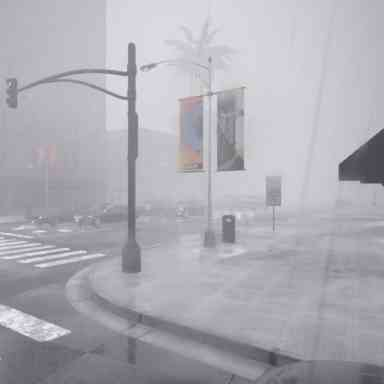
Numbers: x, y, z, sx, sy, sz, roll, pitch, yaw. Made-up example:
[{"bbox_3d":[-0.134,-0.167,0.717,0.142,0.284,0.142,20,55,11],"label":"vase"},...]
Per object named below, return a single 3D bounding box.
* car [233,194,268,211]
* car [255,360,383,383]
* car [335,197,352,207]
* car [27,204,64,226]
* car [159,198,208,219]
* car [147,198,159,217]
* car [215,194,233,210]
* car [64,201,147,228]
[{"bbox_3d":[7.703,1.288,41.545,2.150,2.045,5.566,0,0,35],"label":"car"},{"bbox_3d":[2.147,1.551,1.315,4.403,1.369,2.008,0,0,36],"label":"car"},{"bbox_3d":[24.360,1.616,53.558,2.128,1.511,4.902,0,0,35],"label":"car"},{"bbox_3d":[-8.825,1.563,23.795,2.033,1.411,5.357,0,0,35],"label":"car"},{"bbox_3d":[-0.503,1.388,29.941,2.097,1.767,4.553,0,0,35],"label":"car"},{"bbox_3d":[-3.443,1.383,31.411,2.097,1.767,4.553,0,0,35],"label":"car"},{"bbox_3d":[5.136,1.272,43.543,2.150,2.045,5.566,0,1,35],"label":"car"},{"bbox_3d":[-5.708,1.512,22.566,2.128,1.511,4.902,0,0,35],"label":"car"}]
